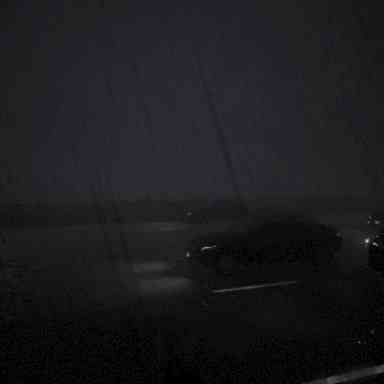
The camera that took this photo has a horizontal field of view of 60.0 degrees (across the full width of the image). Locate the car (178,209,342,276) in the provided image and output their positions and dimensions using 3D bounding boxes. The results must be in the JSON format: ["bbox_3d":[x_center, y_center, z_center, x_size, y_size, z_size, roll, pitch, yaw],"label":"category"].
[{"bbox_3d":[2.098,1.361,9.616,4.674,1.442,1.812,-1,1,-18],"label":"car"}]

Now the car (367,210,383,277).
[{"bbox_3d":[6.715,1.027,7.463,5.566,2.045,2.150,-1,1,-19],"label":"car"}]

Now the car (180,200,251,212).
[{"bbox_3d":[1.481,1.222,20.477,4.674,1.442,1.812,-1,1,-18],"label":"car"}]

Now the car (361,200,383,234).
[{"bbox_3d":[10.901,1.134,16.229,4.892,1.490,1.837,-1,1,-18],"label":"car"}]
